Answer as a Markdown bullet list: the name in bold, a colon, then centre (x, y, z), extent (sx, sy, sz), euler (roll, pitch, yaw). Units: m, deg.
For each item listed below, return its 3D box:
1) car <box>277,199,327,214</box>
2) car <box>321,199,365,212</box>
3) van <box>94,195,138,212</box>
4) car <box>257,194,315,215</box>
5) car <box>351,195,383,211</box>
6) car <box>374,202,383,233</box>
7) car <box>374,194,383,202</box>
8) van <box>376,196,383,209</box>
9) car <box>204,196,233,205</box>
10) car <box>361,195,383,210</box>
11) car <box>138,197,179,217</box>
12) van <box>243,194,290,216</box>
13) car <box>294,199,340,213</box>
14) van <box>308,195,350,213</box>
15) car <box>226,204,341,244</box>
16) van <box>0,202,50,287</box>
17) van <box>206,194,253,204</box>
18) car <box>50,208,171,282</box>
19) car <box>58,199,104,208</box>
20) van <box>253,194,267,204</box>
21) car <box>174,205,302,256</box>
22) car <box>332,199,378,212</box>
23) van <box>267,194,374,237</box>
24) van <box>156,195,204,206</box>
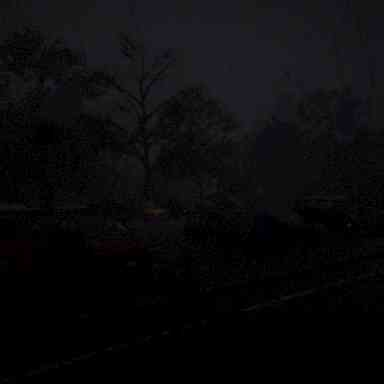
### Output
- **car**: centre (12.166, 1.541, 36.979), extent (2.097, 1.535, 5.008), euler (1, 0, -35)
- **car**: centre (18.826, 1.675, 41.737), extent (2.002, 1.452, 4.674), euler (1, 0, -35)
- **van**: centre (-5.935, 1.220, 24.226), extent (1.878, 1.987, 4.442), euler (0, 0, -35)
- **car**: centre (9.824, 1.256, 35.282), extent (2.435, 2.045, 5.566), euler (1, 0, -35)
- **car**: centre (25.715, 1.482, 46.611), extent (2.435, 2.045, 5.566), euler (1, 0, -35)
- **car**: centre (8.354, 1.439, 18.241), extent (2.163, 1.488, 4.792), euler (0, 0, -35)
- **car**: centre (10.596, 1.160, 19.839), extent (2.435, 2.045, 5.566), euler (1, 0, -35)
- **van**: centre (30.277, 1.571, 49.754), extent (1.878, 1.987, 4.442), euler (1, 0, -35)
- **car**: centre (0.897, 1.408, 28.959), extent (2.097, 1.535, 5.008), euler (0, 0, -35)
- **car**: centre (27.971, 1.514, 48.218), extent (2.435, 2.045, 5.566), euler (1, 0, -35)
- **car**: centre (-3.502, 1.430, 25.590), extent (1.946, 1.575, 5.366), euler (0, 0, -36)
- **van**: centre (7.484, 1.250, 33.792), extent (1.878, 1.987, 4.442), euler (1, 0, -35)
- **car**: centre (14.420, 1.613, 38.590), extent (2.002, 1.452, 4.674), euler (1, 0, -35)
- **van**: centre (16.506, 1.378, 40.223), extent (1.878, 1.987, 4.442), euler (1, 0, -35)
- **car**: centre (3.844, 1.474, 14.993), extent (2.002, 1.452, 4.674), euler (0, 0, -35)
- **van**: centre (-5.266, 1.259, 8.639), extent (1.878, 1.987, 4.442), euler (0, 0, -35)
- **van**: centre (3.102, 1.186, 30.381), extent (1.878, 1.987, 4.442), euler (0, 0, -35)
- **car**: centre (-2.940, 1.472, 10.161), extent (2.097, 1.535, 5.008), euler (0, 0, -35)
- **car**: centre (-8.118, 1.459, 22.519), extent (2.231, 1.521, 4.892), euler (0, 0, -35)
- **van**: centre (5.330, 1.219, 32.256), extent (1.878, 1.987, 4.442), euler (1, 0, -35)
- **car**: centre (1.601, 1.476, 13.354), extent (2.163, 1.488, 4.792), euler (0, 0, -36)
- **car**: centre (21.188, 1.669, 43.411), extent (2.097, 1.535, 5.008), euler (1, 0, -35)
- **van**: centre (6.172, 1.196, 16.507), extent (1.878, 1.987, 4.442), euler (0, 0, -35)
- **van**: centre (-1.288, 1.195, 27.251), extent (1.878, 1.987, 4.442), euler (0, 0, -35)
